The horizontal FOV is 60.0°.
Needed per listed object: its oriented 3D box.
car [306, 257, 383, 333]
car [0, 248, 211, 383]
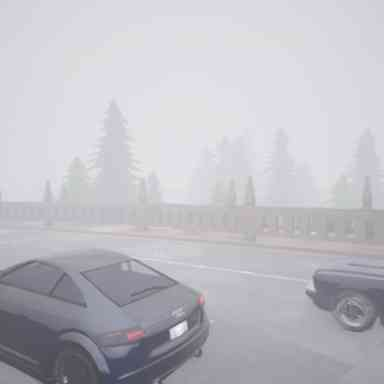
[{"bbox_3d":[4.306,1.573,5.083,4.718,1.301,1.895,0,0,36],"label":"car"},{"bbox_3d":[-1.829,1.557,4.920,4.181,1.385,1.994,0,0,33],"label":"car"}]
